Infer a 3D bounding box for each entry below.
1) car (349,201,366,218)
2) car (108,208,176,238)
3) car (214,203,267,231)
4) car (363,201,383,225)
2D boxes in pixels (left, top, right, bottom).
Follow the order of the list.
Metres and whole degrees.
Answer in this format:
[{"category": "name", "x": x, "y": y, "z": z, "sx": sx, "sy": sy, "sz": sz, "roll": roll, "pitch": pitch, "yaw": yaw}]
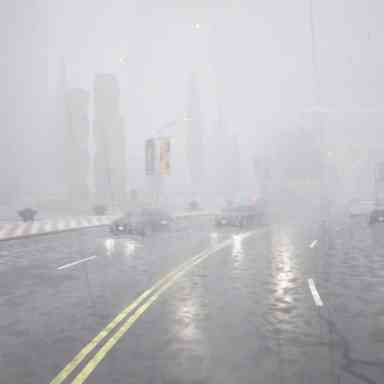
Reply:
[{"category": "car", "x": 15.403, "y": 1.525, "z": 28.819, "sx": 4.674, "sy": 1.442, "sz": 1.812, "roll": 0, "pitch": 0, "yaw": -37}, {"category": "car", "x": -2.544, "y": 1.563, "z": 17.794, "sx": 1.994, "sy": 1.385, "sz": 4.181, "roll": 0, "pitch": 0, "yaw": 26}, {"category": "car", "x": 3.157, "y": 1.504, "z": 21.014, "sx": 1.837, "sy": 1.490, "sz": 4.892, "roll": -1, "pitch": 0, "yaw": 34}, {"category": "car", "x": 13.608, "y": 1.525, "z": 22.716, "sx": 1.812, "sy": 1.442, "sz": 4.674, "roll": 0, "pitch": 0, "yaw": 44}]
